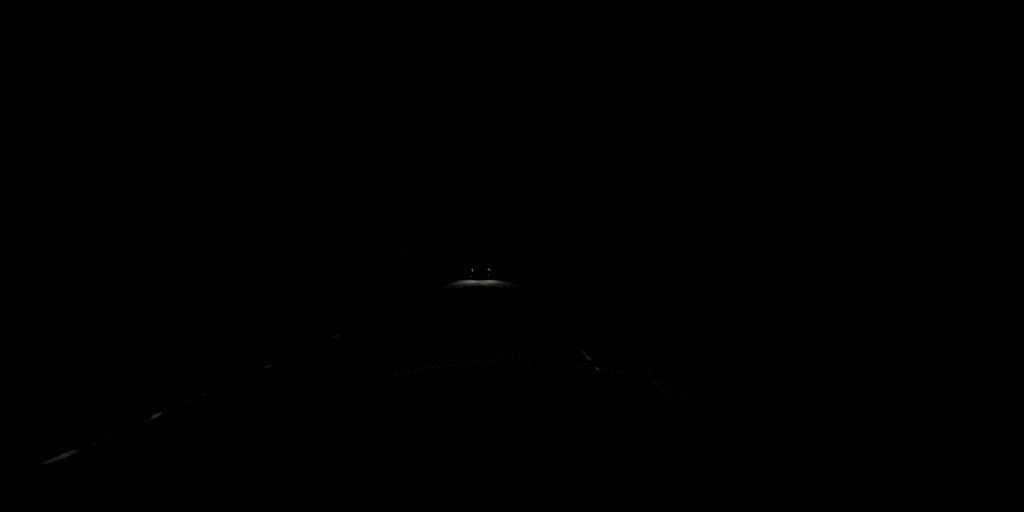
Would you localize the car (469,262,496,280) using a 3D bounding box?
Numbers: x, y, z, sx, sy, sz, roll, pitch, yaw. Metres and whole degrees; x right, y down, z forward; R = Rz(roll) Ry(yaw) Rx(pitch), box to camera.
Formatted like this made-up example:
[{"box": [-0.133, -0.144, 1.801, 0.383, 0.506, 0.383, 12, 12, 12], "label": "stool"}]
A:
[{"box": [-2.810, 1.349, 34.790, 2.097, 1.767, 4.553, 0, 0, 3], "label": "car"}]
